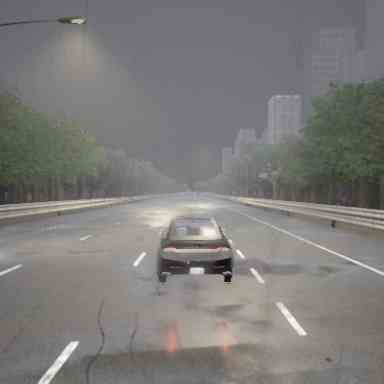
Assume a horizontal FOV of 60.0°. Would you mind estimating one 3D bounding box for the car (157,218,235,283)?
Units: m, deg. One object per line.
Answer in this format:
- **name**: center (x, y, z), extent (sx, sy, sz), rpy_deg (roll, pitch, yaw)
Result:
- **car**: center (0.033, 1.488, 9.638), extent (2.128, 1.511, 4.902), rpy_deg (0, 0, -2)
